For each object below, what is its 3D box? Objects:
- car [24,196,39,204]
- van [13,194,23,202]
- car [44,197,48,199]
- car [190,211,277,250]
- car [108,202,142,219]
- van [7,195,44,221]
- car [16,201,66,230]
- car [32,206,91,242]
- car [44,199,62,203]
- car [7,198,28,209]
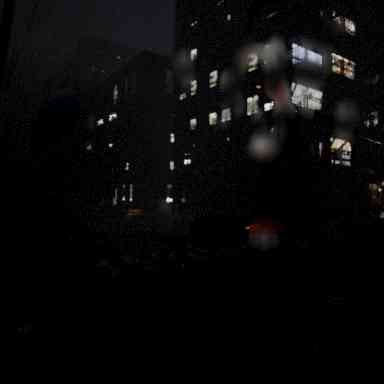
[{"bbox_3d":[-32.548,1.529,67.395,1.967,1.590,4.097,1,-1,-36],"label":"car"},{"bbox_3d":[-42.443,1.450,81.207,1.690,1.788,3.998,1,-1,-36],"label":"van"},{"bbox_3d":[-26.050,1.610,58.326,1.752,1.417,4.829,1,-1,-36],"label":"car"},{"bbox_3d":[1.649,1.583,14.946,2.128,1.511,4.902,1,-1,-29],"label":"car"},{"bbox_3d":[-6.257,1.633,30.703,1.752,1.417,4.829,1,-1,-36],"label":"car"},{"bbox_3d":[-12.967,1.329,25.686,1.690,1.788,3.998,1,-1,-36],"label":"van"},{"bbox_3d":[-9.571,1.519,20.942,1.752,1.417,4.829,1,-1,-36],"label":"car"},{"bbox_3d":[-6.373,1.583,16.477,1.802,1.307,4.206,1,-1,-36],"label":"car"},{"bbox_3d":[-11.646,1.571,28.280,2.033,1.411,5.357,1,-1,-36],"label":"car"},{"bbox_3d":[-24.138,1.575,45.878,1.994,1.385,4.181,1,-1,-36],"label":"car"}]
